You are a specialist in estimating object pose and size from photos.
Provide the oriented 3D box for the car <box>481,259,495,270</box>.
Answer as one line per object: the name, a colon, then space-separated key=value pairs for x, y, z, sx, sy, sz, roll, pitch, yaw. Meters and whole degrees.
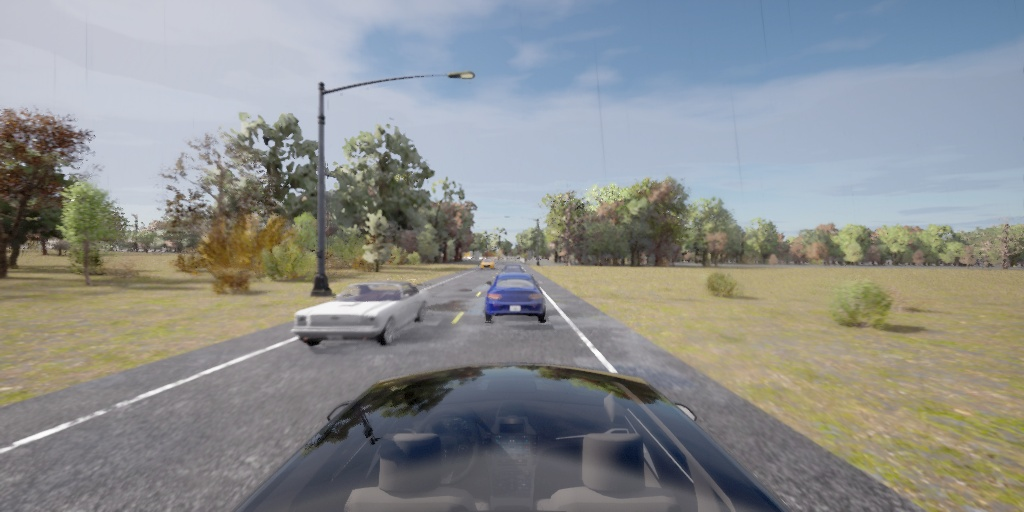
car: x=-3.573 y=1.255 z=53.289 sx=1.882 sy=1.535 sz=5.008 roll=0 pitch=0 yaw=0

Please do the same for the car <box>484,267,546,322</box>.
car: x=0.092 y=1.280 z=12.173 sx=1.812 sy=1.442 sz=4.674 roll=0 pitch=0 yaw=0

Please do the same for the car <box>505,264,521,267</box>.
car: x=0.093 y=1.326 z=27.762 sx=1.994 sy=1.385 sz=4.181 roll=0 pitch=0 yaw=0

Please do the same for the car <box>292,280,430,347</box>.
car: x=-3.601 y=1.354 z=9.508 sx=1.895 sy=1.301 sz=4.718 roll=0 pitch=0 yaw=0
